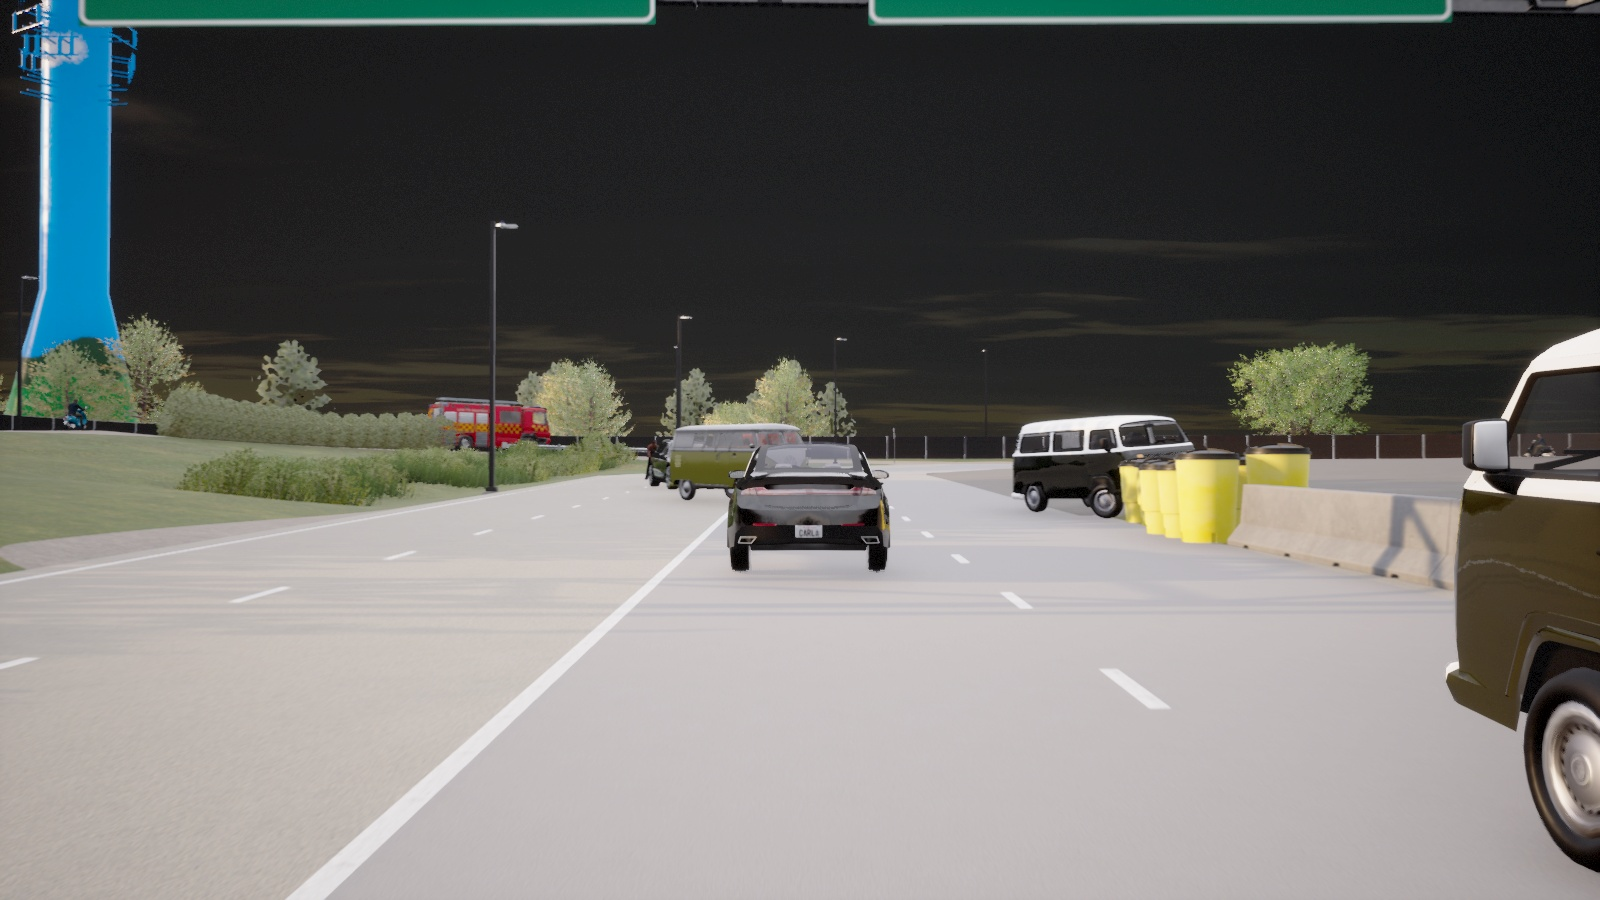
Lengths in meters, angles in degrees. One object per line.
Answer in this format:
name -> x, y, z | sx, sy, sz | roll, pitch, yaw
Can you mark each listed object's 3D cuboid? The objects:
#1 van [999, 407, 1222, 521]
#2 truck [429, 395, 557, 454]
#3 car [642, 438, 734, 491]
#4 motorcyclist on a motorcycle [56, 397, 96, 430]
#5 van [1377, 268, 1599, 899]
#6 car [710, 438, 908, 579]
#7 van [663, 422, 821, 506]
van -> 6.296, 0.322, 26.085 | 2.069, 2.038, 4.480 | -4, 0, -23
truck -> -22.280, -1.748, 91.430 | 8.468, 3.827, 2.891 | 2, -2, -38
car -> -3.806, 0.438, 41.918 | 2.033, 1.649, 4.856 | 0, 0, -18
motorcyclist on a motorcycle -> -35.859, -1.794, 62.224 | 0.866, 1.590, 1.817 | 0, -1, 3
van -> 3.534, 0.456, 3.214 | 2.069, 2.038, 4.480 | 0, 0, 0
car -> 0.108, 0.615, 15.967 | 2.128, 1.511, 4.902 | 0, 0, 0
van -> -1.566, 0.323, 32.069 | 1.775, 1.987, 4.442 | 0, 0, -38
